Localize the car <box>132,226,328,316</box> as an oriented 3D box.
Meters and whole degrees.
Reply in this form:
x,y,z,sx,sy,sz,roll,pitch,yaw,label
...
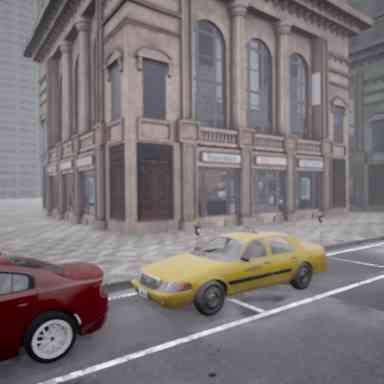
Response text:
x,y,z,sx,sy,sz,roll,pitch,yaw,label
1.078,1.488,7.411,4.829,1.417,1.752,-1,0,-35,car

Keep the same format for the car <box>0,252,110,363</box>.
x,y,z,sx,sy,sz,roll,pitch,yaw,label
-3.349,1.548,4.263,4.507,1.381,1.887,-1,0,-35,car
